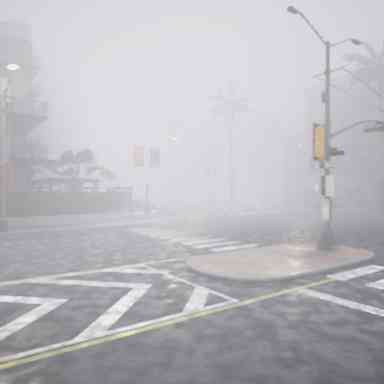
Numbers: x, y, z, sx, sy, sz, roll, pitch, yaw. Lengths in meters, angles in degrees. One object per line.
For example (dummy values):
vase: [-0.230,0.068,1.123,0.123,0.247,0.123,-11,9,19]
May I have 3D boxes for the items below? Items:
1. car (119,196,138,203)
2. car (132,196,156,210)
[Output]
car: [-13.736,1.571,71.959,1.837,1.490,4.892,0,0,-39]
car: [-6.654,1.593,43.582,2.033,1.411,5.357,0,0,-35]
